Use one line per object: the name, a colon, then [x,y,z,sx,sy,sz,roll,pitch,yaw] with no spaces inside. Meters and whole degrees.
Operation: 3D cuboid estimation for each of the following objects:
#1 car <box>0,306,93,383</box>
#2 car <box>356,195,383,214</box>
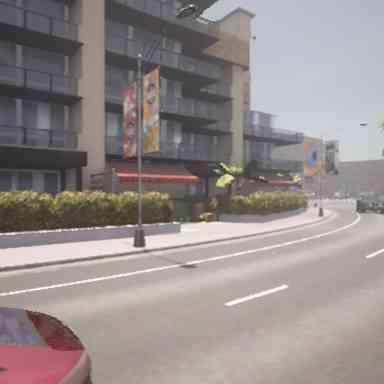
car: [-2.803,1.570,2.161,4.181,1.385,1.994,0,0,-37]
car: [19.807,1.298,37.010,2.150,2.045,5.566,0,0,18]
